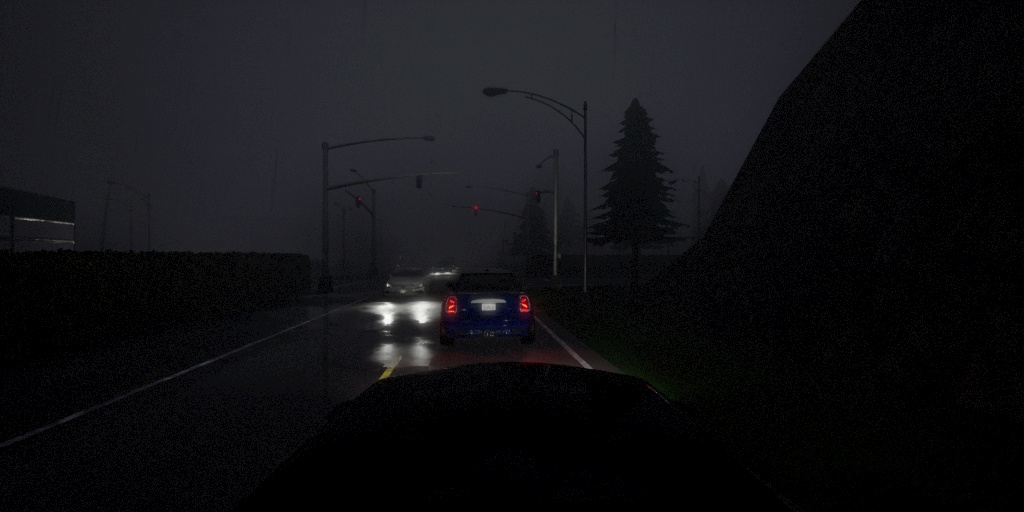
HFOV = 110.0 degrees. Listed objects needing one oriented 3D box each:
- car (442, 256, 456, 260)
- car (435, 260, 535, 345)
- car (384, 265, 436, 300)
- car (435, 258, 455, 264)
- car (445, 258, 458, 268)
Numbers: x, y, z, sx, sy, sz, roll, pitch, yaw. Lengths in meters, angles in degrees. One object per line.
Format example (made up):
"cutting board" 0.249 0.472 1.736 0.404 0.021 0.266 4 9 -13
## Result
"car" -9.650 0.971 54.196 2.150 2.045 5.566 0 0 -7
"car" -0.729 1.102 9.727 2.097 1.767 4.553 0 0 -6
"car" -5.045 1.276 17.975 1.812 1.442 4.674 1 0 -7
"car" -8.549 1.314 44.807 1.994 1.385 4.181 0 0 -7
"car" -10.813 1.228 64.427 1.882 1.535 5.008 0 0 -6
